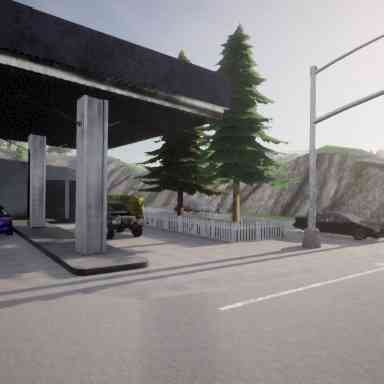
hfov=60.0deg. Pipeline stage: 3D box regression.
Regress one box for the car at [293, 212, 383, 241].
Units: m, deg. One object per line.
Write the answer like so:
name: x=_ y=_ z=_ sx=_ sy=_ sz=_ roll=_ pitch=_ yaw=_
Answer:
car: x=8.444 y=1.848 z=19.114 sx=2.033 sy=1.411 sz=5.357 roll=1 pitch=0 yaw=-35

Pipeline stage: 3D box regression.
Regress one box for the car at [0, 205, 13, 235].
car: x=-11.442 y=1.524 z=18.627 sx=2.242 sy=1.667 sz=4.611 roll=1 pitch=0 yaw=-35

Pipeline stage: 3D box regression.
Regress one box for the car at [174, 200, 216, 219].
car: x=0.251 y=1.558 z=30.968 sx=2.097 sy=1.767 sz=4.553 roll=1 pitch=0 yaw=-35

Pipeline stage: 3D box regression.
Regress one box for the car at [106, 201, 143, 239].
car: x=-4.313 y=1.448 z=18.354 sx=1.905 sy=1.878 sz=3.866 roll=1 pitch=0 yaw=-35
